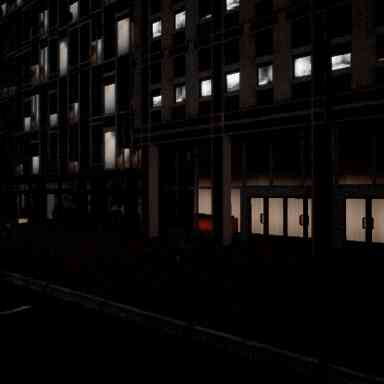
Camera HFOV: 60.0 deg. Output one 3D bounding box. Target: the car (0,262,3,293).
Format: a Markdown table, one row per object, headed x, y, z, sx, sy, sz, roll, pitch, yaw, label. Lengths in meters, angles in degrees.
| x | y | z | sx | sy | sz | roll | pitch | yaw | label |
| --- | --- | --- | --- | --- | --- | --- | --- | --- | --- |
| -5.940 | 1.438 | 7.234 | 4.097 | 1.590 | 1.967 | 0 | 0 | 35 | car |
